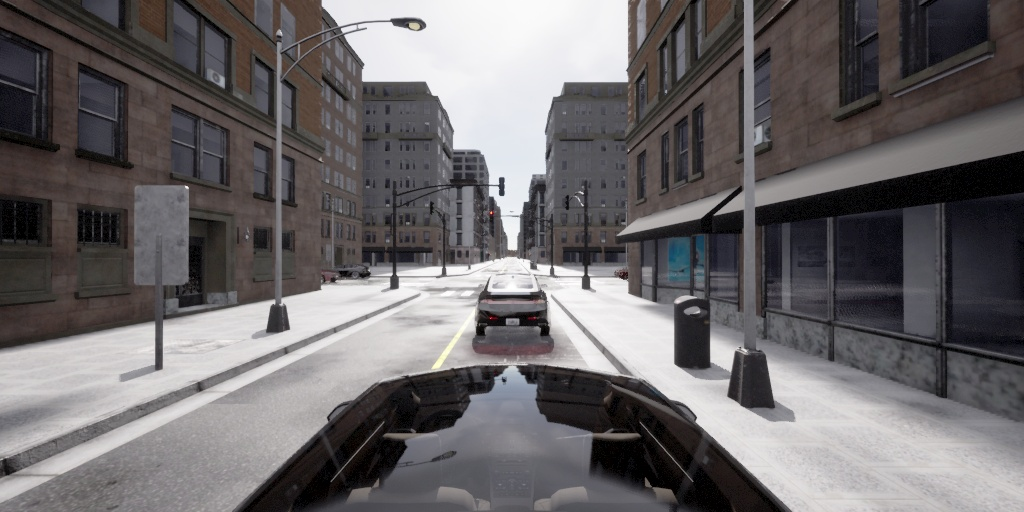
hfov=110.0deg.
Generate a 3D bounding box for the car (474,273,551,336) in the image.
[{"bbox_3d":[0.025,1.242,10.362,2.128,1.511,4.902,0,0,0],"label":"car"}]

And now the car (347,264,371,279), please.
[{"bbox_3d":[-14.676,1.330,31.579,4.313,1.339,1.948,0,0,0],"label":"car"}]

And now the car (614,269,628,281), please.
[{"bbox_3d":[10.750,1.351,28.943,4.718,1.301,1.895,0,0,0],"label":"car"}]

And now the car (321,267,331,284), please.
[{"bbox_3d":[-14.706,1.289,23.552,4.313,1.339,1.948,0,0,0],"label":"car"}]

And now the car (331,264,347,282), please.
[{"bbox_3d":[-14.734,1.300,26.096,4.181,1.385,1.994,0,0,0],"label":"car"}]
